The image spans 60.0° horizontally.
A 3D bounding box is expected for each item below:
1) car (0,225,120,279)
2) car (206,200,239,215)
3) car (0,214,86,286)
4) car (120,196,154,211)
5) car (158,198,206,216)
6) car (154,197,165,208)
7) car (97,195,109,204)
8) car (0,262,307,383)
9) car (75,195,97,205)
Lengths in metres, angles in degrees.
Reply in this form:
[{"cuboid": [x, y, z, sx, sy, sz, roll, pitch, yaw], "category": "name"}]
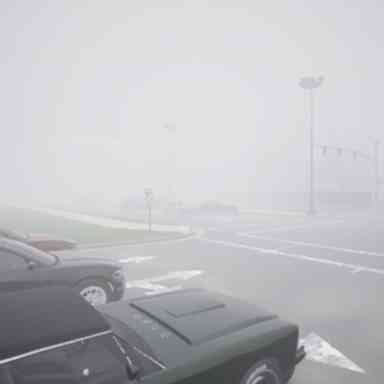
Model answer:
[{"cuboid": [-3.567, 1.477, 5.519, 5.008, 1.535, 1.882, 0, 0, -35], "category": "car"}, {"cuboid": [2.489, 1.505, 33.147, 1.895, 1.301, 4.718, 0, 0, -36], "category": "car"}, {"cuboid": [-5.505, 1.477, 8.439, 5.008, 1.535, 1.882, 0, 0, -35], "category": "car"}, {"cuboid": [-6.954, 1.272, 40.147, 2.097, 1.767, 4.553, 0, 0, -36], "category": "car"}, {"cuboid": [-1.055, 1.521, 32.065, 1.895, 1.301, 4.718, 0, 0, -36], "category": "car"}, {"cuboid": [-3.749, 1.410, 41.692, 1.837, 1.490, 4.892, 0, 0, -36], "category": "car"}, {"cuboid": [-16.534, 1.257, 59.425, 2.097, 1.767, 4.553, 0, 0, -35], "category": "car"}, {"cuboid": [-1.109, 1.598, 2.968, 4.718, 1.301, 1.895, 0, 0, -35], "category": "car"}, {"cuboid": [-17.989, 1.399, 55.425, 1.882, 1.535, 5.008, 0, 0, -35], "category": "car"}]
